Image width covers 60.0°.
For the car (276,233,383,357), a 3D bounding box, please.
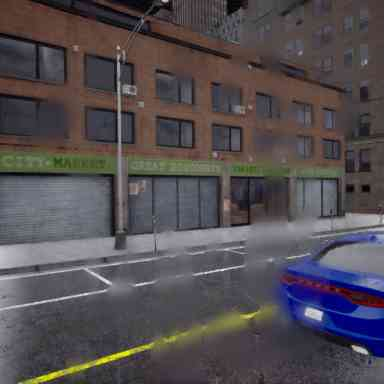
[{"bbox_3d":[3.651,1.476,5.919,5.008,1.535,1.882,0,0,-35],"label":"car"}]
